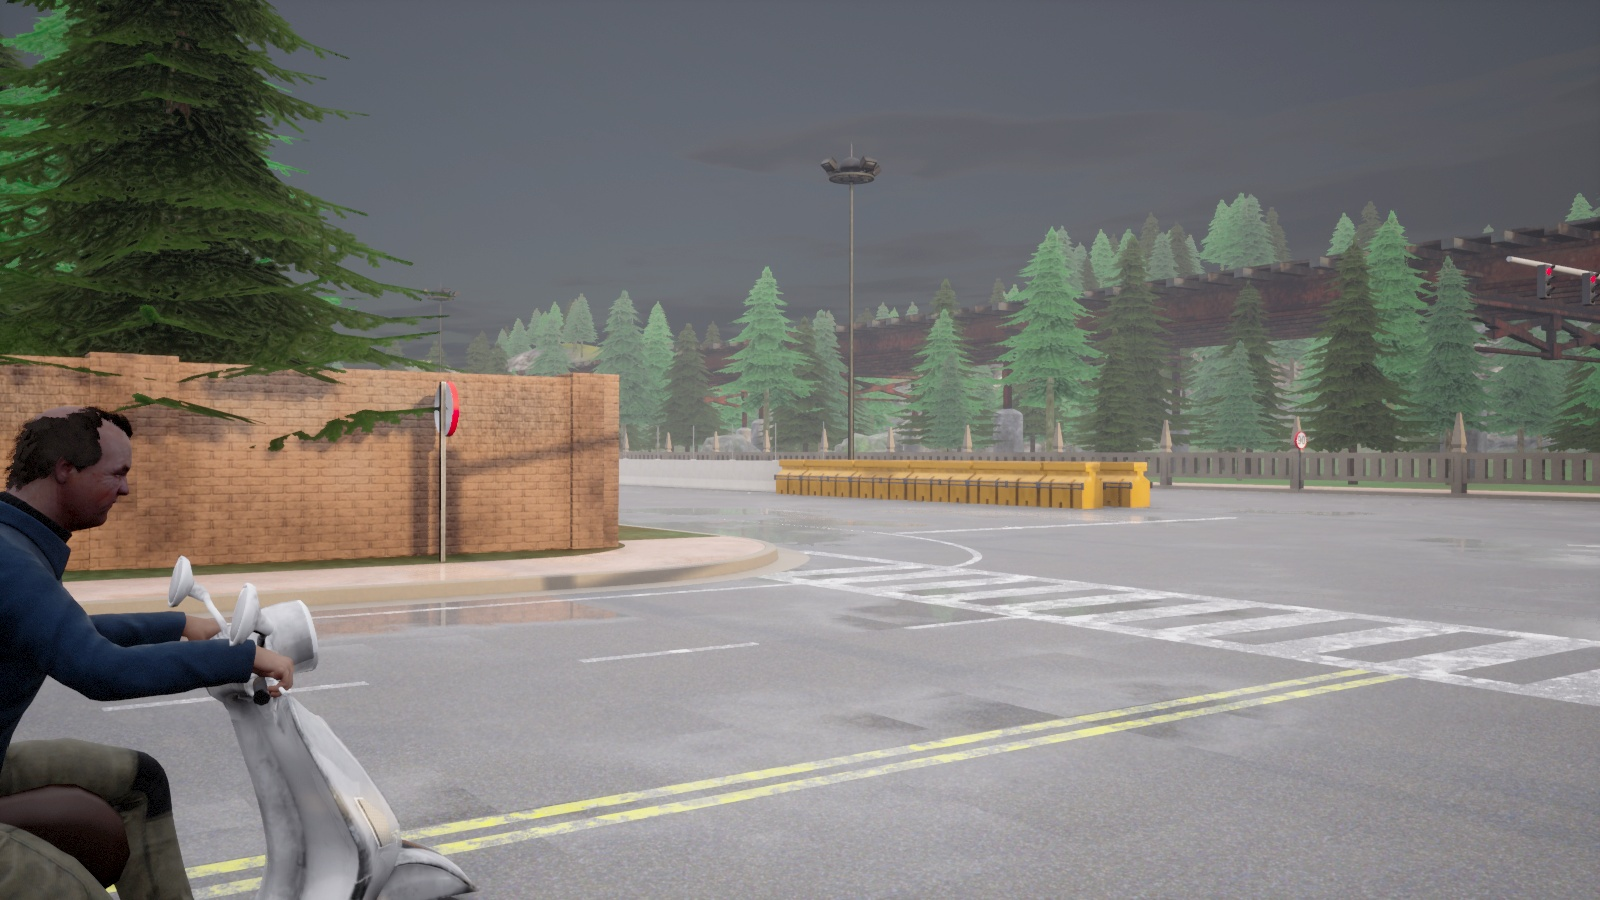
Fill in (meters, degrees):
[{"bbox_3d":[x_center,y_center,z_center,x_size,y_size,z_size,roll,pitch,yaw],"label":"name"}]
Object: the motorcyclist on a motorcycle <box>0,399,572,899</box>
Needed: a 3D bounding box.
[{"bbox_3d":[-1.499,0.708,2.616,1.817,1.590,0.866,0,0,-35],"label":"motorcyclist on a motorcycle"}]
